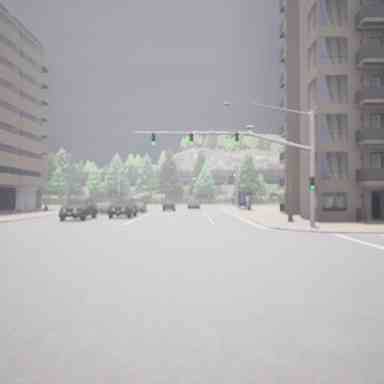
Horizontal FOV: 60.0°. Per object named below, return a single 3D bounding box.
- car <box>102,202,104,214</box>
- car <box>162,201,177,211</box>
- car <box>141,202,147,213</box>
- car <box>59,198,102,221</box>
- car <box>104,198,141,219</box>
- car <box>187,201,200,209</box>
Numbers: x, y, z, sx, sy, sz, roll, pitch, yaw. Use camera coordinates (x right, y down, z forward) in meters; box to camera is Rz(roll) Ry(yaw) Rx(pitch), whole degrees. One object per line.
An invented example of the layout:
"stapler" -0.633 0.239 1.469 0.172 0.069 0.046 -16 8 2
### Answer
"car" -10.592 2.006 41.047 1.812 1.442 4.674 0 -1 0
"car" -3.409 2.089 49.917 1.837 1.490 4.892 0 -1 0
"car" -7.085 2.043 44.185 1.812 1.442 4.674 0 -1 0
"car" -10.599 1.590 31.448 2.150 2.045 5.566 0 -1 0
"car" -7.098 1.627 34.660 2.150 2.045 5.566 0 -1 0
"car" 0.337 2.228 56.750 1.994 1.385 4.181 0 -1 5
